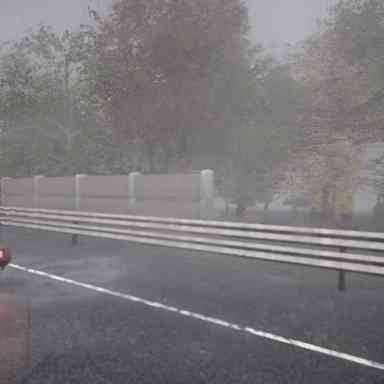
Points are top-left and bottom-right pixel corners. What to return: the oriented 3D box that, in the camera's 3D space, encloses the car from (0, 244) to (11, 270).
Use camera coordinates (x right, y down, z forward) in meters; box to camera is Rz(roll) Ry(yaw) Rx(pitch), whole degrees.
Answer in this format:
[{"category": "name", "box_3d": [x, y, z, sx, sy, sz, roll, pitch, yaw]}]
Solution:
[{"category": "car", "box_3d": [-6.804, 1.506, 8.717, 4.718, 1.301, 1.895, 1, 0, 36]}]
